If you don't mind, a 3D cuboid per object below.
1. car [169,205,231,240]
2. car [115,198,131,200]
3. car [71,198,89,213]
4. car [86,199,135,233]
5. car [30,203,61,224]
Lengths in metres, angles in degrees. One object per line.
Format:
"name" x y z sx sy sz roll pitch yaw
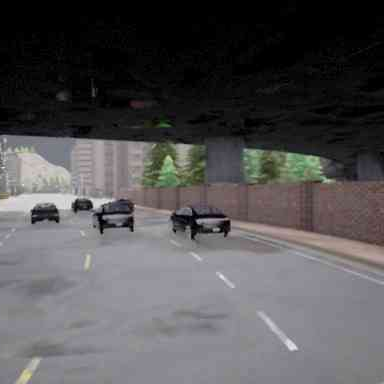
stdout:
"car" 0.240 1.376 16.336 2.128 1.511 4.902 -1 0 -19
"car" -7.157 1.347 33.783 1.837 1.490 4.892 -1 0 -24
"car" -11.648 1.358 35.263 1.882 1.535 5.008 -1 0 -24
"car" -4.577 1.409 19.057 2.128 1.511 4.902 -1 1 -22
"car" -10.772 1.492 24.510 2.033 1.411 5.357 -1 0 -24
